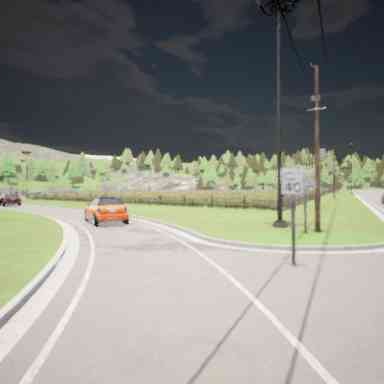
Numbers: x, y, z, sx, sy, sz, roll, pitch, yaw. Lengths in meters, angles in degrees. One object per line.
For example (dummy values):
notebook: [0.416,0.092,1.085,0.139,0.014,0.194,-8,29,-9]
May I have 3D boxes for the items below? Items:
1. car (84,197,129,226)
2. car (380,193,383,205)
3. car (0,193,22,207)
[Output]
car: [-5.624,1.096,21.487,2.097,1.767,4.553,-1,1,-27]
car: [22.938,0.661,38.267,1.882,1.535,5.008,0,1,24]
car: [-24.451,0.960,44.578,2.097,1.767,4.553,-1,1,-41]
